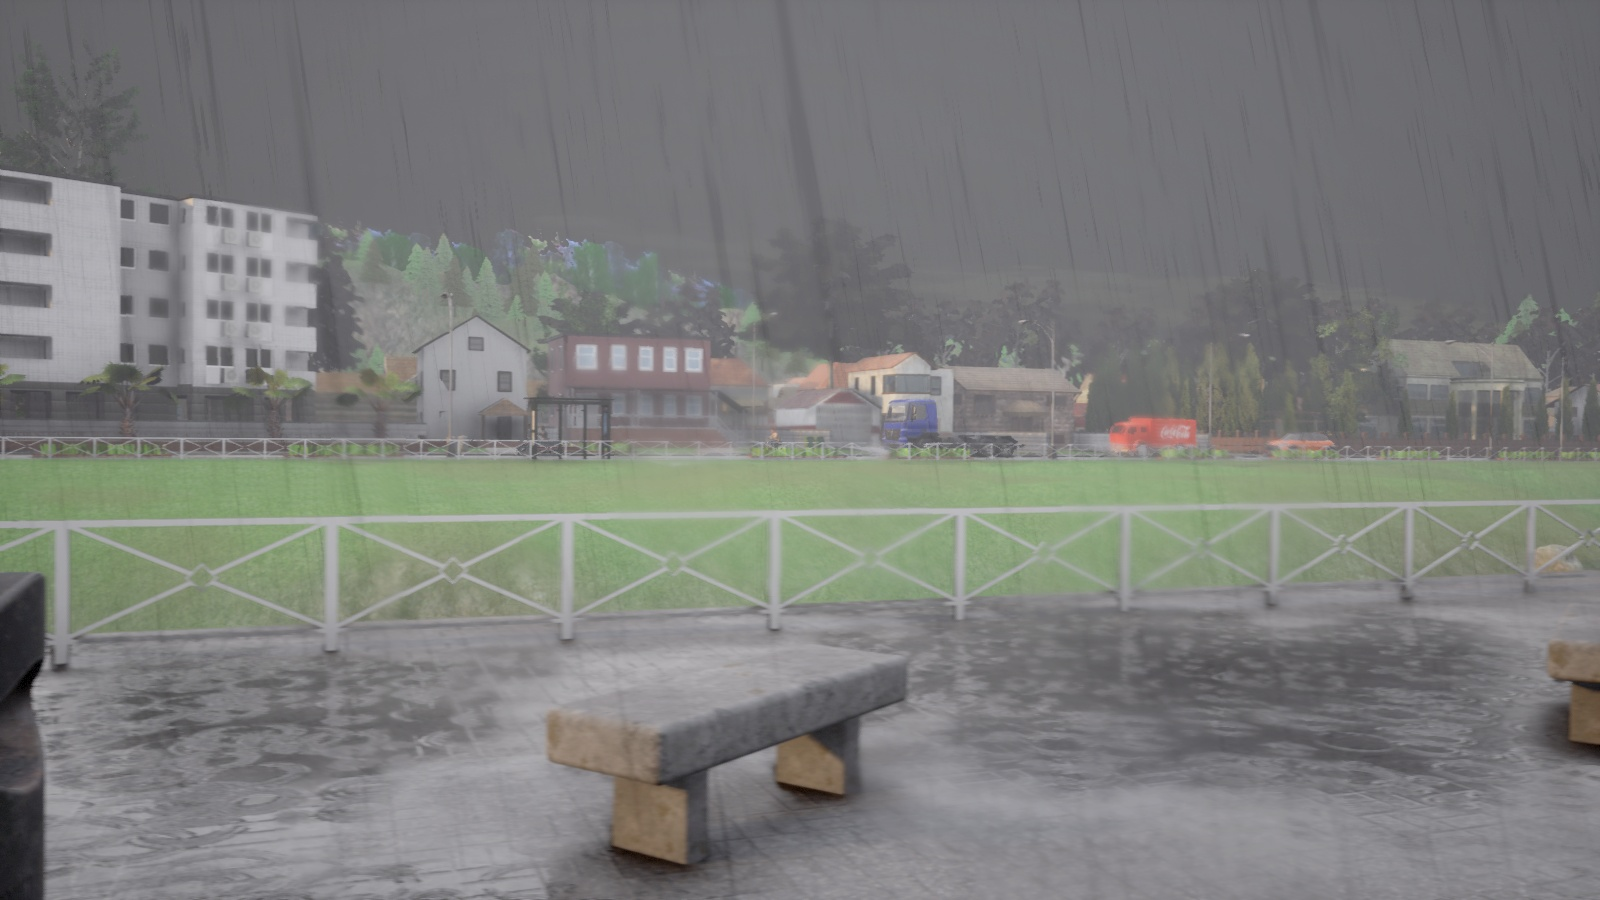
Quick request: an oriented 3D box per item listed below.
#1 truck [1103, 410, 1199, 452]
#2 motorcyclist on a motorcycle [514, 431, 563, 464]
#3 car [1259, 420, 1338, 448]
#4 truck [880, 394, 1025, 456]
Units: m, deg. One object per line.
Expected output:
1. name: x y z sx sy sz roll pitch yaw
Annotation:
1. truck: 21.787 -1.193 78.034 5.204 2.467 2.627 -1 1 -21
2. motorcyclist on a motorcycle: -13.469 -0.158 64.663 2.350 1.649 0.766 -1 1 -21
3. car: 32.596 -1.033 82.139 4.553 1.767 2.097 -1 1 -21
4. truck: 8.899 -1.470 73.138 7.936 3.462 2.891 -1 1 -21
